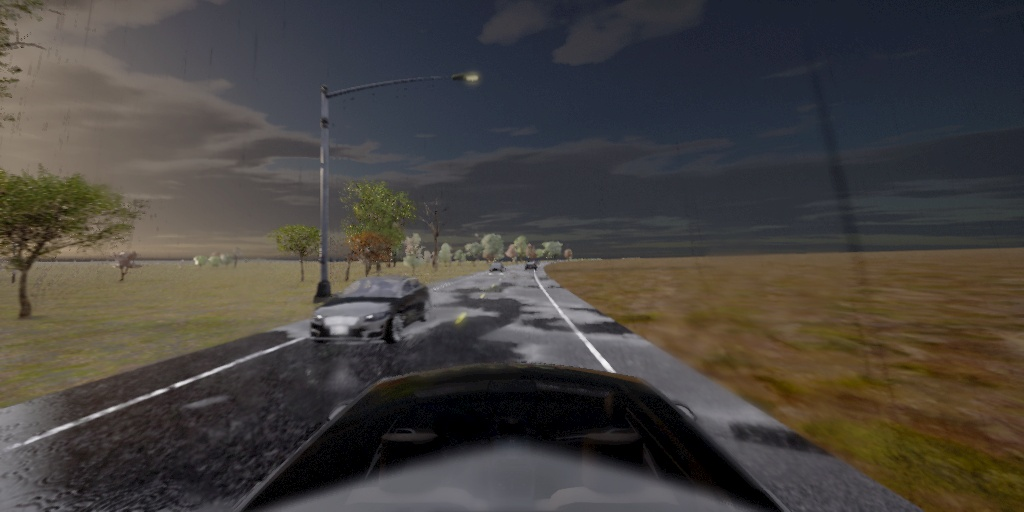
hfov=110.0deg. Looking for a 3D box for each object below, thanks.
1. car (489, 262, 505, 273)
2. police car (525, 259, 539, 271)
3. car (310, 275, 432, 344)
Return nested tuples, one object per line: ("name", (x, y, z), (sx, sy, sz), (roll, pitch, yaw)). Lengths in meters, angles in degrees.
("car", (-2.110, 1.634, 50.894), (1.837, 1.490, 4.892), (0, 0, 4))
("police car", (3.201, 1.638, 61.624), (1.930, 1.638, 5.238), (0, 0, 4))
("car", (-3.546, 1.302, 9.893), (2.128, 1.511, 4.902), (0, 0, 1))
